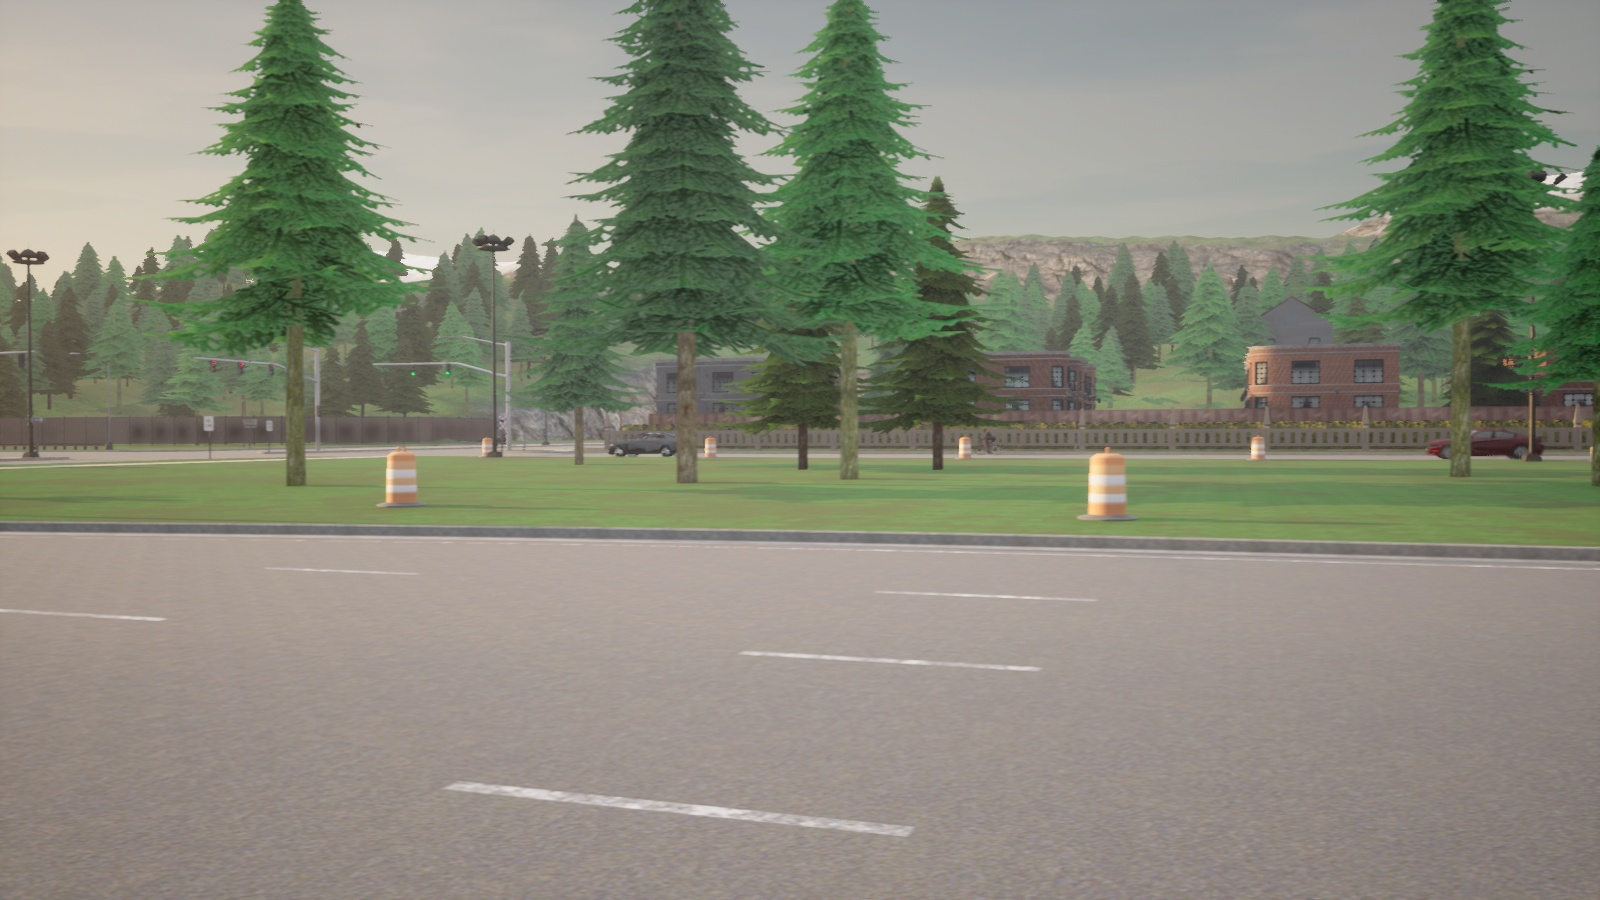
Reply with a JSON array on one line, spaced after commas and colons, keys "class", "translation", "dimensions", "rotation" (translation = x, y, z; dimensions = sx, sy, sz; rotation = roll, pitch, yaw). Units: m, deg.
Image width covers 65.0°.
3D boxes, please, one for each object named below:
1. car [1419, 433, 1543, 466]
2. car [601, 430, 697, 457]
[{"class": "car", "translation": [32.863, -0.045, 60.752], "dimensions": [5.008, 1.535, 1.882], "rotation": [1, 1, 18]}, {"class": "car", "translation": [-8.504, -0.384, 70.855], "dimensions": [4.902, 1.511, 2.128], "rotation": [1, 1, 18]}]
